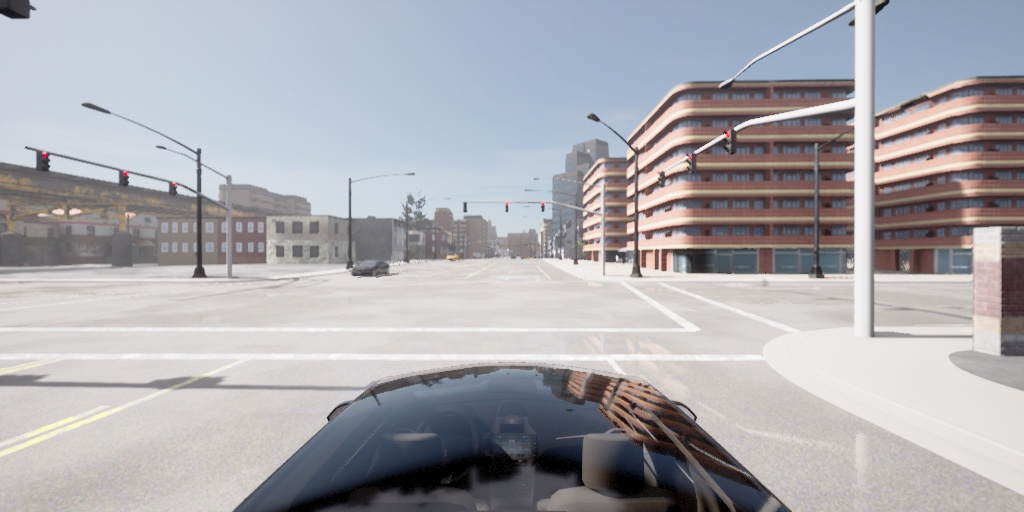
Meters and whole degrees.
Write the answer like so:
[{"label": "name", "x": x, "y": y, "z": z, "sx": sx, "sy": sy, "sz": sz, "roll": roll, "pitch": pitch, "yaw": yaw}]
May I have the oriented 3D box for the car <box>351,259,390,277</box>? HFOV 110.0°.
[{"label": "car", "x": -12.590, "y": 1.085, "z": 32.162, "sx": 1.882, "sy": 1.535, "sz": 5.008, "roll": 0, "pitch": 2, "yaw": 1}]
